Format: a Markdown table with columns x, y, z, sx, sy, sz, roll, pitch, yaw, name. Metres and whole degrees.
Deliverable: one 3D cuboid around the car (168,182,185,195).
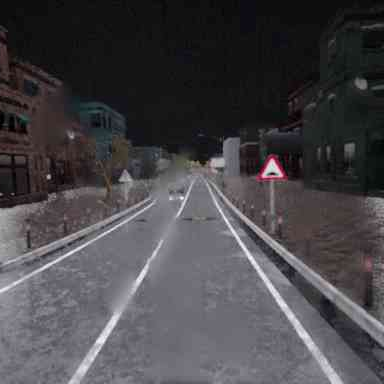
| x | y | z | sx | sy | sz | roll | pitch | yaw | name |
| --- | --- | --- | --- | --- | --- | --- | --- | --- | --- |
| -2.018 | -0.540 | 43.634 | 1.837 | 1.490 | 4.892 | -2 | 4 | 1 | car |
